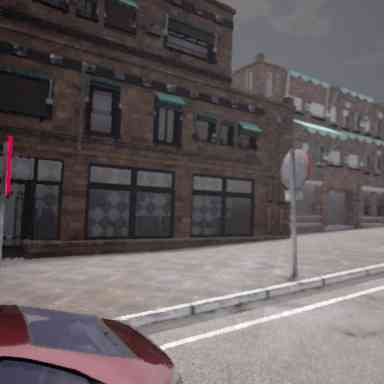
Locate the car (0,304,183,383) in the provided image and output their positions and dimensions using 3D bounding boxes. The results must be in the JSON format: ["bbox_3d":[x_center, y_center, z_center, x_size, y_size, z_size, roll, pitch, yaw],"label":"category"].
[{"bbox_3d":[-2.068,1.590,2.141,4.181,1.385,1.994,1,-1,-33],"label":"car"}]
